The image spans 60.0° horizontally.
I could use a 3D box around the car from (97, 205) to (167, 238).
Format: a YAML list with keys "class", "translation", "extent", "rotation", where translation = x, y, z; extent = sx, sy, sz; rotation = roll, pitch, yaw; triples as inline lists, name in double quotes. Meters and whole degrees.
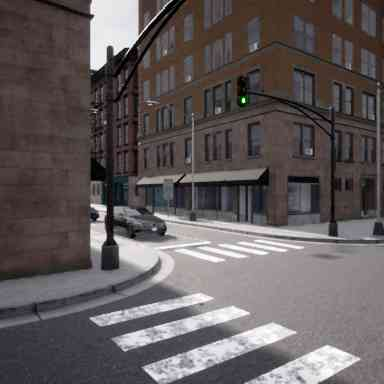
- class: "car"
  translation: [-3.081, 1.435, 17.262]
  extent: [1.812, 1.442, 4.674]
  rotation: [0, 0, -35]

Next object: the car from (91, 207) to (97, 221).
- class: "car"
  translation: [-8.738, 1.397, 25.186]
  extent: [2.033, 1.411, 5.357]
  rotation: [0, 0, -36]
